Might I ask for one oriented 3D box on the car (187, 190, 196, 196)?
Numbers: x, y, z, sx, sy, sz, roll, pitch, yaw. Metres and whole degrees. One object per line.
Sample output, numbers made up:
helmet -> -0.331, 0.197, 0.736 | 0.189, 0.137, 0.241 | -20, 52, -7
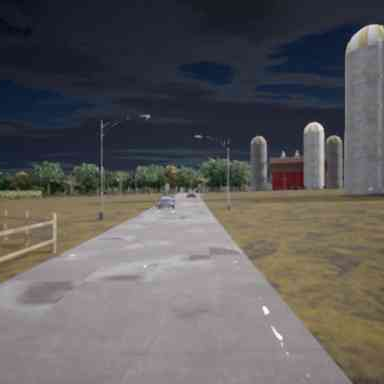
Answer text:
car -> -0.095, 0.188, 76.955 | 1.994, 1.385, 4.181 | 0, 1, 0

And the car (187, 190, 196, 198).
car -> -0.083, 0.579, 66.837 | 1.895, 1.301, 4.718 | 0, 1, 0

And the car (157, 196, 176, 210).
car -> -2.795, 1.143, 37.333 | 1.812, 1.442, 4.674 | 0, 1, 0
